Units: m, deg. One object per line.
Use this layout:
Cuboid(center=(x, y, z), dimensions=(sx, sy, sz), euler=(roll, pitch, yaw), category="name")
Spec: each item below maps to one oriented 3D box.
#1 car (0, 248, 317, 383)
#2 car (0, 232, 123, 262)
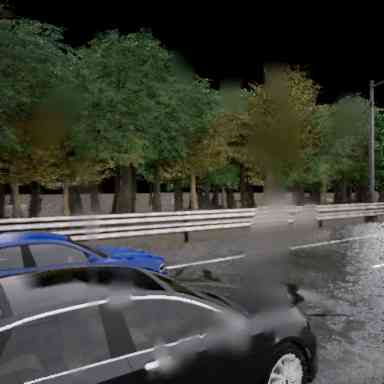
Cuboid(center=(-0.790, 1.503, 3.185), dimensions=(4.892, 1.490, 1.837), euler=(0, 0, -35), category="car")
Cuboid(center=(-2.806, 1.476, 6.046), dimensions=(5.008, 1.535, 1.882), euler=(0, 0, -36), category="car")
